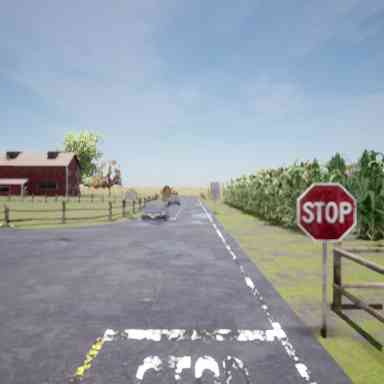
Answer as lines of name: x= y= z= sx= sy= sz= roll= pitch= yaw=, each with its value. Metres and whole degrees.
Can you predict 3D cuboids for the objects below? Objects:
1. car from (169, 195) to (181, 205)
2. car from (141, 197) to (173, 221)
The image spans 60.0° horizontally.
car: x=-2.632 y=1.189 z=49.307 sx=1.837 sy=1.490 sz=4.892 roll=0 pitch=1 yaw=0
car: x=-2.684 y=1.413 z=25.276 sx=1.812 sy=1.442 sz=4.674 roll=0 pitch=2 yaw=0
